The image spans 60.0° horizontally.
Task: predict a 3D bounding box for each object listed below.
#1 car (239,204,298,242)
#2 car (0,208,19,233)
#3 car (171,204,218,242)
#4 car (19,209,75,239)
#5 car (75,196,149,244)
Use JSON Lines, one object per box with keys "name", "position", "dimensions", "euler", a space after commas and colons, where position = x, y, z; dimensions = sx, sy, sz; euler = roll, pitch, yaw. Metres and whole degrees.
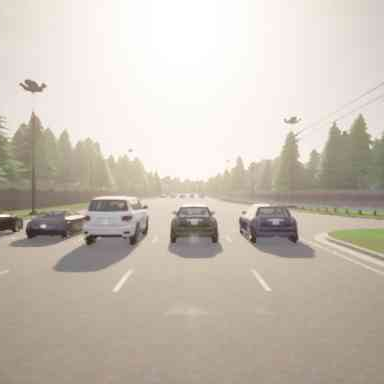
{"name": "car", "position": [3.601, 1.348, 16.442], "dimensions": [2.097, 1.767, 4.553], "euler": [0, 0, 0]}
{"name": "car", "position": [-10.398, 1.487, 16.716], "dimensions": [2.128, 1.511, 4.902], "euler": [0, 0, 0]}
{"name": "car", "position": [0.101, 1.347, 16.436], "dimensions": [2.097, 1.767, 4.553], "euler": [0, 0, 0]}
{"name": "car", "position": [-6.898, 1.559, 17.458], "dimensions": [1.994, 1.385, 4.181], "euler": [0, 0, 0]}
{"name": "car", "position": [-3.397, 1.217, 15.784], "dimensions": [2.150, 2.045, 5.566], "euler": [0, 0, 0]}
